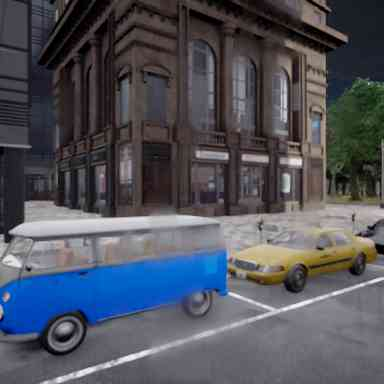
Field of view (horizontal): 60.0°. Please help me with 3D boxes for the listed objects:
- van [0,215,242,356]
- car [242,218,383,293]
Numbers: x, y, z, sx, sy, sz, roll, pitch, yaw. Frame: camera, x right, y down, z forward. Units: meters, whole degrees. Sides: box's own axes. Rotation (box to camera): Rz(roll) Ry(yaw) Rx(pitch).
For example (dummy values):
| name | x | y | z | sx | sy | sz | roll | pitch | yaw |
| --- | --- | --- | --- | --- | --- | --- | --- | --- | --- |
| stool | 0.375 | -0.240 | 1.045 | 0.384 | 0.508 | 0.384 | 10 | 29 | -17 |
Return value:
| name | x | y | z | sx | sy | sz | roll | pitch | yaw |
| --- | --- | --- | --- | --- | --- | --- | --- | --- | --- |
| van | -1.228 | 1.340 | 5.775 | 3.998 | 1.788 | 1.690 | 0 | 0 | -35 |
| car | 3.061 | 1.523 | 8.833 | 4.829 | 1.417 | 1.752 | 0 | 0 | -35 |
